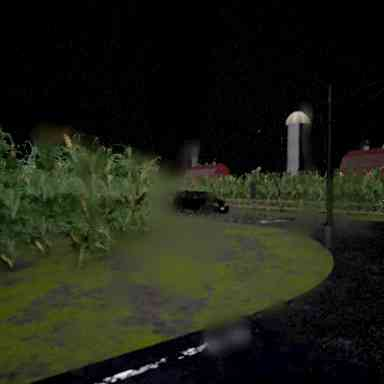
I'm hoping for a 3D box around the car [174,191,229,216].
[{"bbox_3d":[0.669,0.909,28.366,2.150,2.045,5.566,1,0,-39],"label":"car"}]
